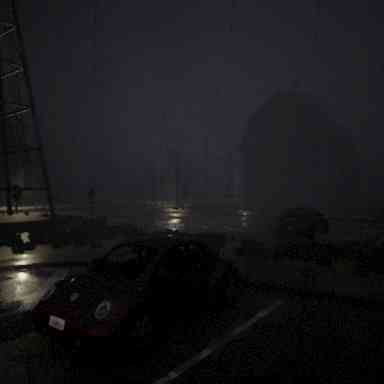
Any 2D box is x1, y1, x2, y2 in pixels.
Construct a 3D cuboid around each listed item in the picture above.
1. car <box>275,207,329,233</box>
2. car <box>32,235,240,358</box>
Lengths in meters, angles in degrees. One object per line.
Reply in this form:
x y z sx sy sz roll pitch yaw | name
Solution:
5.772 1.530 17.267 1.816 1.474 4.193 0 0 36 | car
-0.710 1.539 6.091 1.784 1.438 3.905 0 0 36 | car
